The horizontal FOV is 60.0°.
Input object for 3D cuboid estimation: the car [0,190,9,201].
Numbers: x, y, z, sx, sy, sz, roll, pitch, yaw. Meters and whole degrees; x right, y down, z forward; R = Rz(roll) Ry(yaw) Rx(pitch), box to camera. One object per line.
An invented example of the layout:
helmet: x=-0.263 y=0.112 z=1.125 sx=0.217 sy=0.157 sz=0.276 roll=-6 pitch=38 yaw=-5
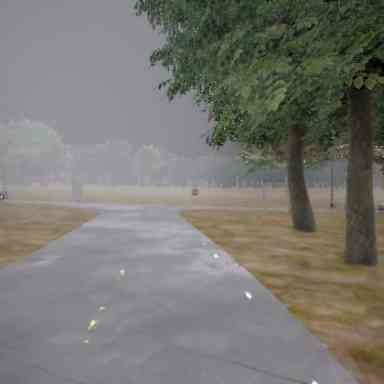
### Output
car: x=-25.365 y=0.072 z=40.311 sx=5.566 sy=2.045 sz=2.150 roll=2 pitch=-1 yaw=-10

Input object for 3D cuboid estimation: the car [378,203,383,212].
car: x=30.640 y=2.309 z=50.611 sx=4.674 sy=1.442 sz=1.812 roll=1 pitch=-1 yaw=-10
